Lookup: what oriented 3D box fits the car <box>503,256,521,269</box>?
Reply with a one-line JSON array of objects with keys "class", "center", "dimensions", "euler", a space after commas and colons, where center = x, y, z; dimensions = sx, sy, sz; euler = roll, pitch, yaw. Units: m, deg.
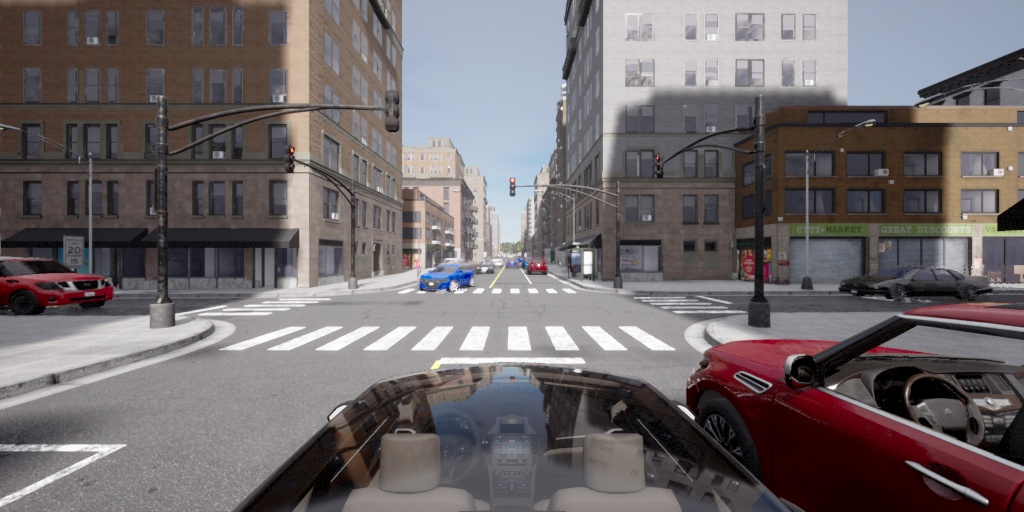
[{"class": "car", "center": [0.048, 1.094, 57.998], "dimensions": [2.097, 1.767, 4.553], "euler": [0, 0, 1]}]

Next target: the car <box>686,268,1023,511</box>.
[{"class": "car", "center": [2.637, 1.065, 1.289], "dimensions": [2.192, 1.841, 5.009], "euler": [0, 0, 0]}]

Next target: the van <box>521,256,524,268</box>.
[{"class": "van", "center": [2.689, 1.084, 54.879], "dimensions": [1.690, 1.789, 3.998], "euler": [0, 0, 0]}]

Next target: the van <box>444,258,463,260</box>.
[{"class": "van", "center": [-5.408, 1.087, 33.253], "dimensions": [1.690, 1.789, 3.998], "euler": [0, 0, 0]}]

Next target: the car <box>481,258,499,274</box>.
[{"class": "car", "center": [-2.848, 1.237, 39.753], "dimensions": [2.128, 1.511, 4.902], "euler": [0, 0, 0]}]

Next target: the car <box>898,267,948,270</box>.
[{"class": "car", "center": [18.088, 1.211, 16.171], "dimensions": [5.357, 1.411, 2.033], "euler": [0, 0, 0]}]

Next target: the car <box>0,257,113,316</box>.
[{"class": "car", "center": [-18.266, 1.040, 13.163], "dimensions": [5.566, 2.045, 2.150], "euler": [0, 0, 0]}]

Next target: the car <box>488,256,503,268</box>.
[{"class": "car", "center": [-2.754, 0.950, 62.356], "dimensions": [2.150, 2.045, 5.566], "euler": [0, 0, 0]}]

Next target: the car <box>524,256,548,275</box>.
[{"class": "car", "center": [2.704, 1.060, 38.660], "dimensions": [2.192, 1.841, 5.009], "euler": [0, 0, 0]}]

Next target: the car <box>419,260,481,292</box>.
[{"class": "car", "center": [-3.701, 1.226, 21.447], "dimensions": [1.882, 1.535, 5.008], "euler": [1, 0, 13]}]
